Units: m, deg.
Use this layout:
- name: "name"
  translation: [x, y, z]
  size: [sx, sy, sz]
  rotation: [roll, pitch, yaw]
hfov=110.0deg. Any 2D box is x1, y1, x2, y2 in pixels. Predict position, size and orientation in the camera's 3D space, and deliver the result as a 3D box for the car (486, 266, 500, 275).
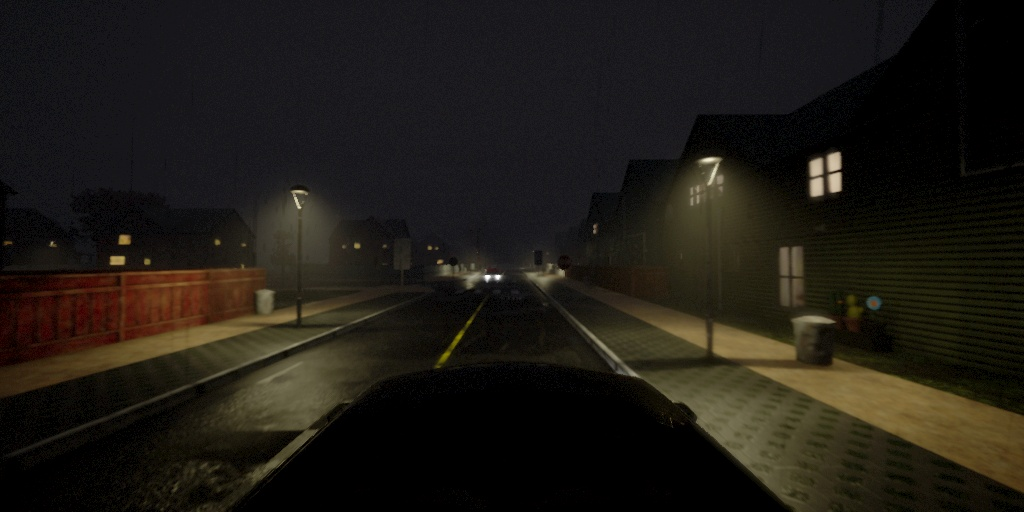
- name: "car"
  translation: [-2.753, 2.055, 52.517]
  size: [1.895, 1.301, 4.718]
  rotation: [0, -1, 0]
